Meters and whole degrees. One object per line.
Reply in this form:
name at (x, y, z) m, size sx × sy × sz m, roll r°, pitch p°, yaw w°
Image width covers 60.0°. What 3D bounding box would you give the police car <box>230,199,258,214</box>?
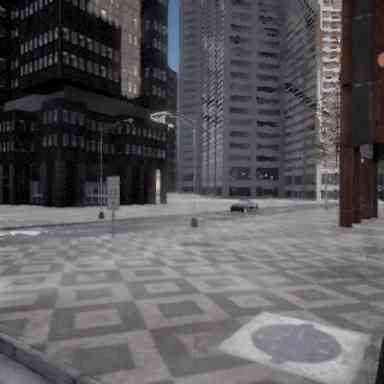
police car at (6.382, 1.720, 40.810) m, size 1.930 × 1.638 × 5.238 m, roll 1°, pitch 0°, yaw 36°
